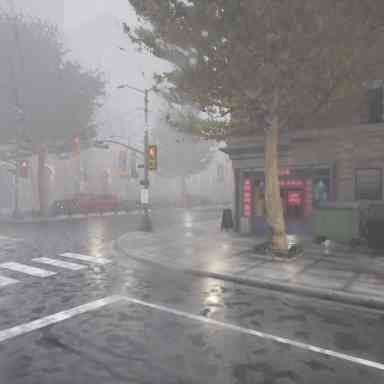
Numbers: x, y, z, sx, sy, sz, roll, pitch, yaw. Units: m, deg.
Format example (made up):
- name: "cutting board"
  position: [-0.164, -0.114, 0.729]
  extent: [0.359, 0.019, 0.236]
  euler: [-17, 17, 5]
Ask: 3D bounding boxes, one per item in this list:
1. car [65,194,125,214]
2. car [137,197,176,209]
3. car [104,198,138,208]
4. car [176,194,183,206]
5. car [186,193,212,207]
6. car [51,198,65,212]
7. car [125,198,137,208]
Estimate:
- name: "car"
  position: [-10.420, 1.221, 36.218]
  extent: [2.150, 2.045, 5.566]
  euler: [0, 0, 36]
- name: "car"
  position: [-4.671, 1.526, 44.172]
  extent: [1.812, 1.442, 4.674]
  euler: [0, 0, 36]
- name: "car"
  position: [-10.178, 1.595, 47.908]
  extent: [1.895, 1.301, 4.718]
  euler: [0, 0, 36]
- name: "car"
  position: [-0.907, 1.221, 55.341]
  extent: [2.150, 2.045, 5.566]
  euler: [0, 0, 36]
- name: "car"
  position: [1.276, 1.352, 52.384]
  extent: [2.097, 1.767, 4.553]
  euler: [0, 0, 36]
- name: "car"
  position: [-13.258, 1.221, 38.265]
  extent: [2.150, 2.045, 5.566]
  euler: [0, 0, 36]
- name: "car"
  position: [-7.158, 1.491, 46.705]
  extent: [2.128, 1.511, 4.902]
  euler: [0, 0, 36]
